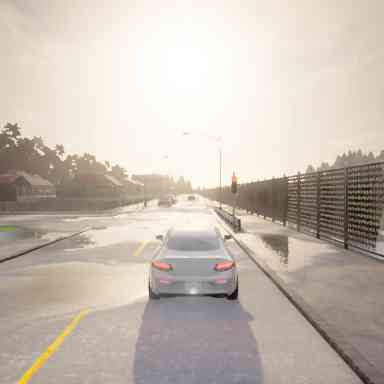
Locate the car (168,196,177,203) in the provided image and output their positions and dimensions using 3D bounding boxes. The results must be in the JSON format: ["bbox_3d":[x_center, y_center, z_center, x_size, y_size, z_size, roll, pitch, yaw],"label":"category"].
[{"bbox_3d":[-4.153,1.524,71.654,1.812,1.442,4.674,0,0,0],"label":"car"}]

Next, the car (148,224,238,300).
[{"bbox_3d":[0.037,1.526,8.268,1.812,1.442,4.674,0,0,0],"label":"car"}]

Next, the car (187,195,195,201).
[{"bbox_3d":[-0.190,1.478,86.391,1.882,1.535,5.008,0,0,0],"label":"car"}]

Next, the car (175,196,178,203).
[{"bbox_3d":[-4.195,1.352,61.740,2.097,1.767,4.553,0,0,0],"label":"car"}]

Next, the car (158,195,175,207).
[{"bbox_3d":[-4.205,1.478,51.810,1.882,1.535,5.008,0,0,0],"label":"car"}]
